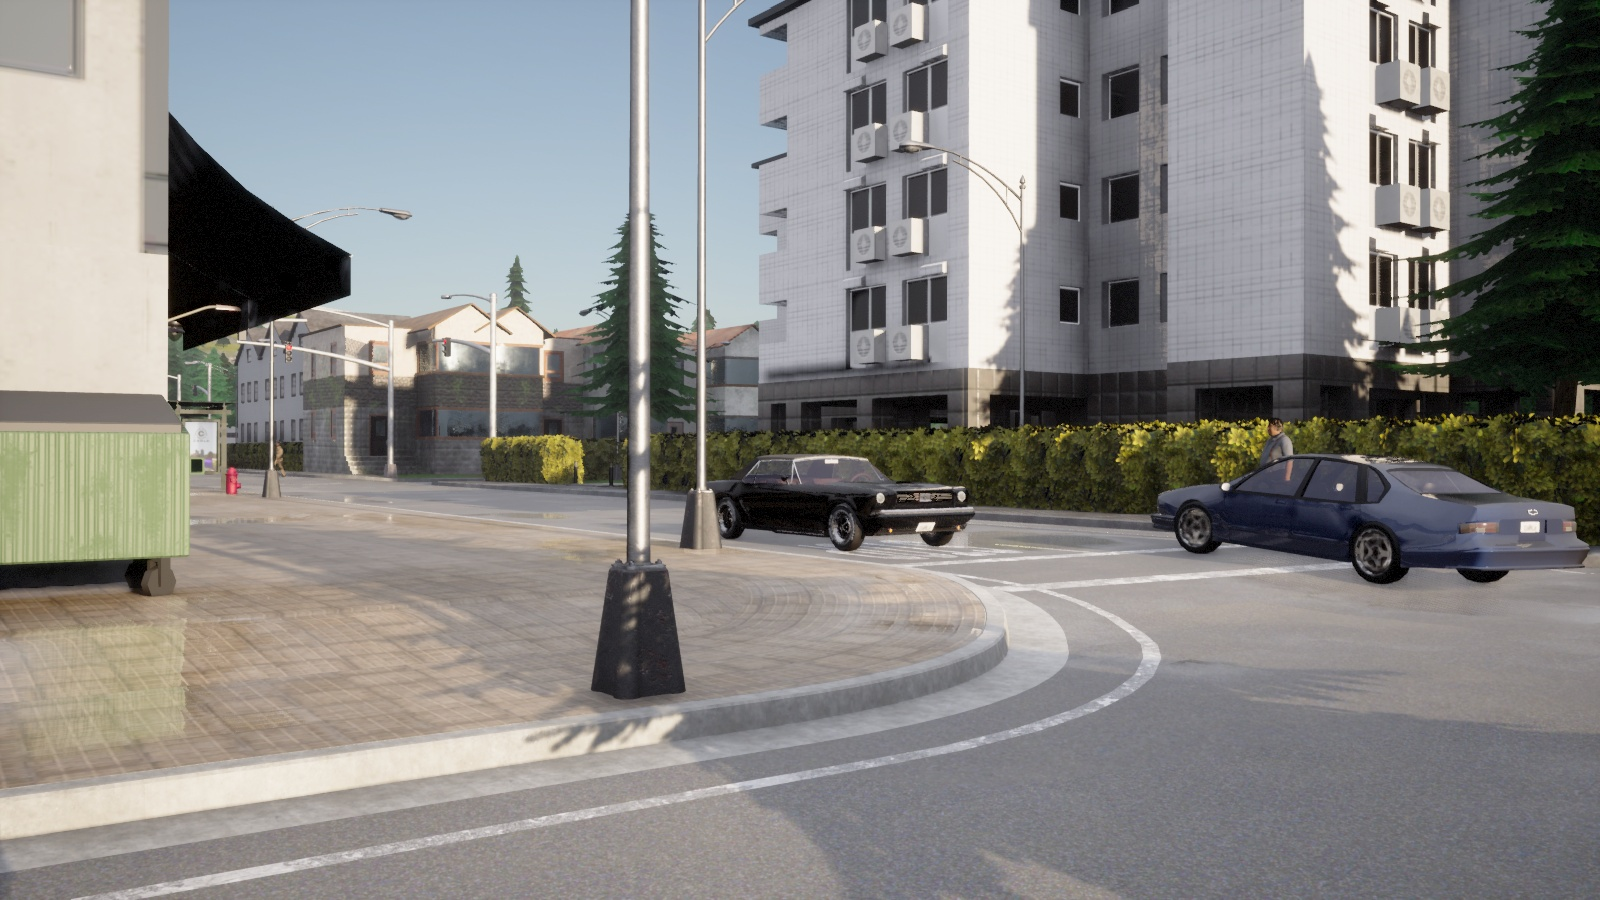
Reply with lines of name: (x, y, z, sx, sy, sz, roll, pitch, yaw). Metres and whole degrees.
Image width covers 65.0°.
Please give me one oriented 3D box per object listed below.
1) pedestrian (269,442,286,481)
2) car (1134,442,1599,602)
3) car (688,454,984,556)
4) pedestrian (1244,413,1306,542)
pedestrian: (-26.403, 0.577, 63.499, 0.396, 1.930, 0.692, 0, 0, 37)
car: (6.627, 0.712, 15.403, 2.033, 1.411, 5.357, 1, 2, -22)
car: (0.369, 0.714, 18.579, 1.895, 1.301, 4.718, 0, 0, -36)
pedestrian: (6.912, 0.396, 18.285, 0.694, 1.848, 0.540, 0, 0, 0)
